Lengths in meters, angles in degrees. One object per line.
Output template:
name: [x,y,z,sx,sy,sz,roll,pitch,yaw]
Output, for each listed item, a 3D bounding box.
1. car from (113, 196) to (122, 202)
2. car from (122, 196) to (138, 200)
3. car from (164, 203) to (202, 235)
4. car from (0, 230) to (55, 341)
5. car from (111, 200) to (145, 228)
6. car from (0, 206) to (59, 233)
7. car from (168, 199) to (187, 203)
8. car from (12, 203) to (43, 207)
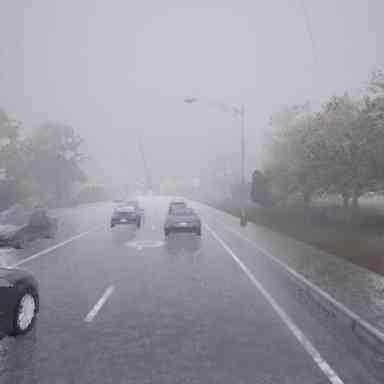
car: [-13.878,1.502,63.824,1.882,1.535,5.008,0,0,-3]
car: [-9.855,1.544,54.609,1.812,1.442,4.674,0,0,-3]
car: [-0.548,1.567,18.740,1.994,1.385,4.181,0,0,-3]
car: [-3.501,1.512,3.772,1.837,1.490,4.892,0,0,-1]
car: [-4.230,1.535,22.301,1.812,1.442,4.674,0,0,-3]
car: [-7.527,1.561,14.575,2.033,1.411,5.357,0,0,-3]
car: [-1.554,1.497,36.122,2.128,1.511,4.902,0,0,-3]
car: [-11.477,1.511,22.971,2.128,1.511,4.902,0,0,-3]
